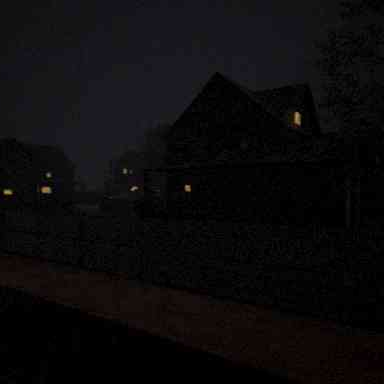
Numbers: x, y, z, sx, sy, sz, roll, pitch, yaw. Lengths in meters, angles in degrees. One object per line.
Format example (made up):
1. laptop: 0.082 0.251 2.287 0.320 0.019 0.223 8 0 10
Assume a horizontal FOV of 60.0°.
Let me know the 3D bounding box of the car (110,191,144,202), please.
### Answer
1. car: -7.341 0.729 38.041 2.097 1.767 4.553 1 2 36
